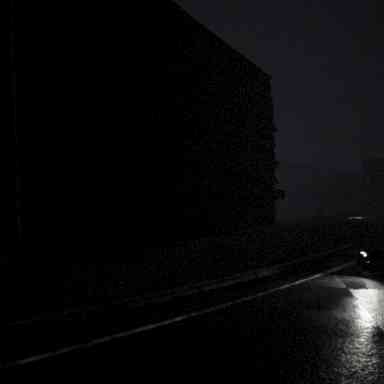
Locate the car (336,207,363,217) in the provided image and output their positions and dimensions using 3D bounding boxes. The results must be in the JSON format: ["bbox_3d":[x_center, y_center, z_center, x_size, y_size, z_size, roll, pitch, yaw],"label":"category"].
[{"bbox_3d":[22.725,2.928,48.365,2.033,1.411,5.357,-1,-3,3],"label":"car"}]

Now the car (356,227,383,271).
[{"bbox_3d":[6.918,1.607,10.415,2.033,1.411,5.357,0,-1,43],"label":"car"}]
